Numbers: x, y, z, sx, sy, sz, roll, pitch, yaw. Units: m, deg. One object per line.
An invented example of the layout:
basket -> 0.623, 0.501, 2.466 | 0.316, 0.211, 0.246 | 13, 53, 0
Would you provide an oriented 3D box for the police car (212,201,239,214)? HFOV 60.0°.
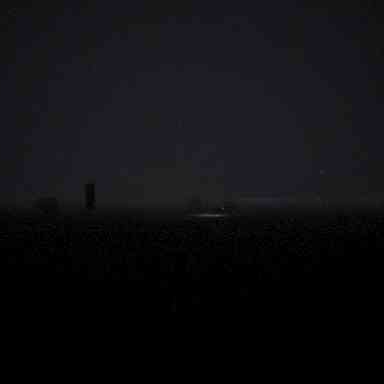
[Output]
police car -> 4.428, 2.010, 44.439 | 1.930, 1.638, 5.238 | -1, -1, 35
